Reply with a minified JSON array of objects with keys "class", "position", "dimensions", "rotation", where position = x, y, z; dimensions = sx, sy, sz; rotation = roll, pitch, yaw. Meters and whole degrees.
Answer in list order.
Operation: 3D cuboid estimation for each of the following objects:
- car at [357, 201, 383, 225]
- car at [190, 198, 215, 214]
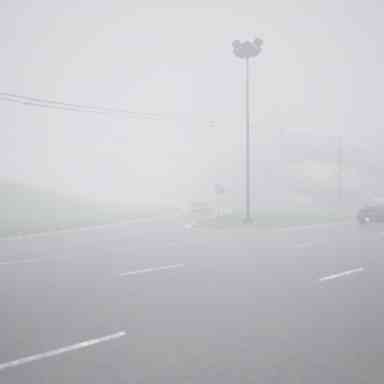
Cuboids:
[{"class":"car","position":[12.415,1.356,21.196],"dimensions":[4.892,1.490,1.837],"rotation":[0,0,-35]},{"class":"car","position":[1.165,1.341,33.690],"dimensions":[1.882,1.535,5.008],"rotation":[0,0,13]}]
